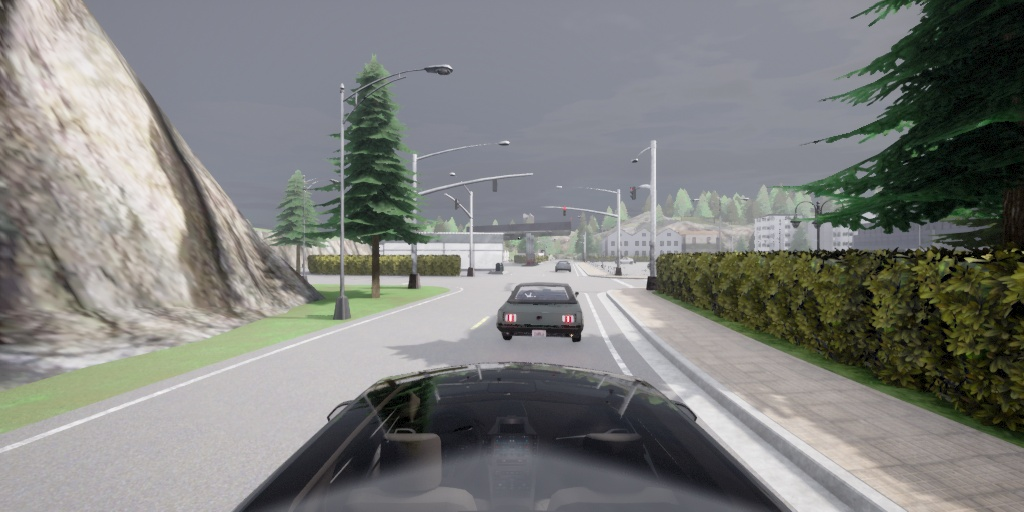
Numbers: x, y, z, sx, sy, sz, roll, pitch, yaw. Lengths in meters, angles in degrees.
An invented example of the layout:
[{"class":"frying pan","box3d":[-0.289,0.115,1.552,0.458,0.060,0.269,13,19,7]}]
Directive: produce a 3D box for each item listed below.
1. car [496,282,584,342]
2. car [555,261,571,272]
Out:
[{"class":"car","box3d":[0.882,1.351,9.781,1.895,1.301,4.718,0,0,8]},{"class":"car","box3d":[6.520,1.314,45.614,1.994,1.385,4.181,0,0,9]}]
